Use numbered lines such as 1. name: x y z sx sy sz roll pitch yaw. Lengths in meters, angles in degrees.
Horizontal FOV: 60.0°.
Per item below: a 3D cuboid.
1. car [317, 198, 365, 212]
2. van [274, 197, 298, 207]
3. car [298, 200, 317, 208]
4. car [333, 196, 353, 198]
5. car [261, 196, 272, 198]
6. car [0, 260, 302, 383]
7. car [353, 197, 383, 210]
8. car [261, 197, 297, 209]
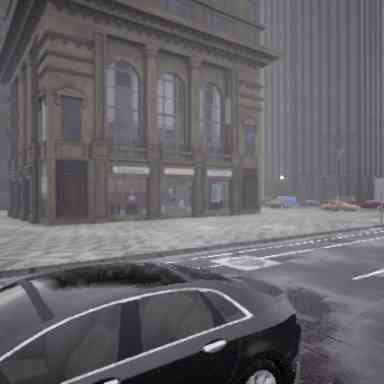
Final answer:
1. car: 18.841 1.771 42.290 1.752 1.417 4.829 -1 0 -35
2. van: 16.879 1.746 59.811 1.690 1.788 3.998 -1 0 -35
3. car: 19.825 1.918 55.659 1.802 1.307 4.206 -1 0 -35
4. car: 22.758 1.582 51.507 2.192 1.841 5.009 -1 0 -35
5. car: 13.940 1.788 63.962 2.192 1.841 5.009 -1 0 -35
6. car: -1.060 1.504 2.928 4.892 1.490 1.837 0 0 -35
7. car: 25.703 1.742 47.355 1.887 1.381 4.507 -1 0 -35
8. car: 13.088 1.932 50.397 2.008 1.369 4.403 -1 0 -35
